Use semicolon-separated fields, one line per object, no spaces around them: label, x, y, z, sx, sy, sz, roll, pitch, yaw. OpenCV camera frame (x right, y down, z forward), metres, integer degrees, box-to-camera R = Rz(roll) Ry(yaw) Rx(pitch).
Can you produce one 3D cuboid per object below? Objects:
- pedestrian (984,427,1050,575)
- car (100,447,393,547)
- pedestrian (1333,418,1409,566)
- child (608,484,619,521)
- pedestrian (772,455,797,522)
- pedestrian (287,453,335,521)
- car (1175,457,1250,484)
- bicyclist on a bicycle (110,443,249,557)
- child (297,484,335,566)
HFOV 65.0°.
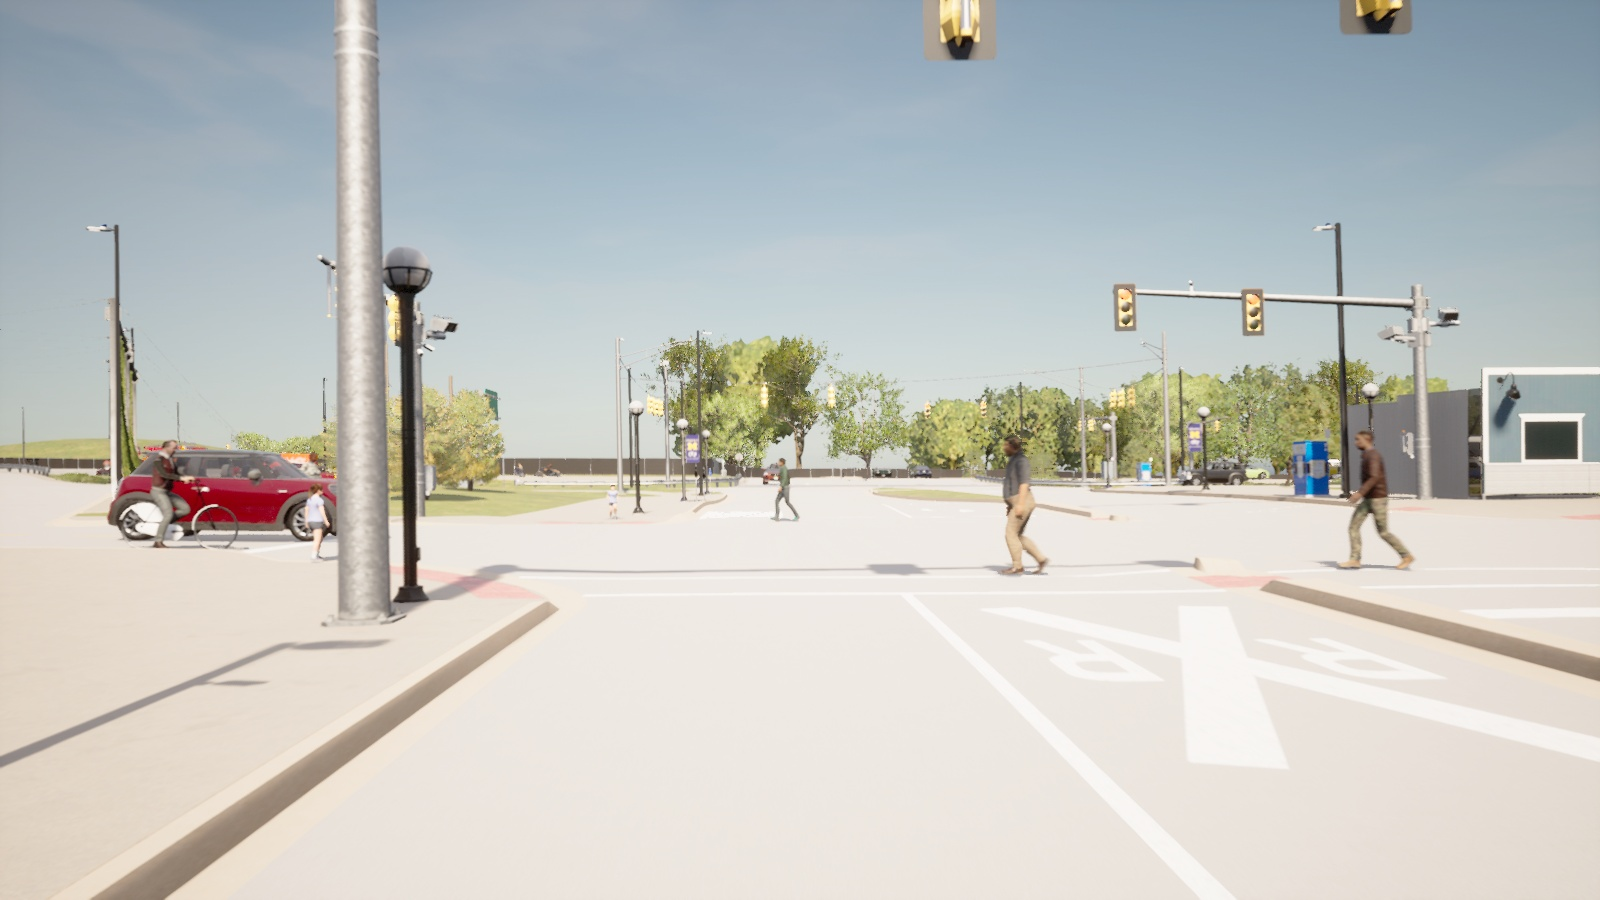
pedestrian;2.785;0.654;16.139;0.694;1.848;0.540;-2;-1;1
car;-10.236;0.865;23.512;4.553;1.767;2.097;0;-1;-2
pedestrian;7.270;0.530;16.008;0.703;1.840;0.431;-2;-1;5
child;-5.615;1.579;37.743;0.255;1.110;0.394;-1;-1;-14
pedestrian;-0.440;1.077;35.402;0.614;1.847;0.353;-2;-1;-7
pedestrian;-13.739;1.040;35.295;0.900;1.855;0.874;-2;-1;8
car;29.054;1.455;88.456;4.605;1.855;1.932;-1;-1;-1
bicyclist on a bicycle;-9.792;0.788;19.868;1.843;1.776;0.659;0;-1;-2
child;-6.743;1.041;17.503;0.255;1.110;0.394;-3;-2;40
